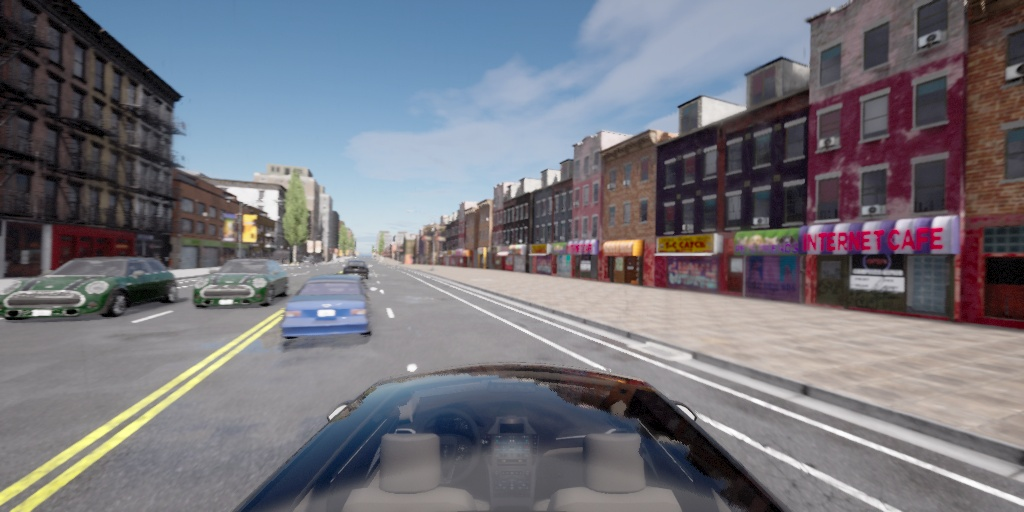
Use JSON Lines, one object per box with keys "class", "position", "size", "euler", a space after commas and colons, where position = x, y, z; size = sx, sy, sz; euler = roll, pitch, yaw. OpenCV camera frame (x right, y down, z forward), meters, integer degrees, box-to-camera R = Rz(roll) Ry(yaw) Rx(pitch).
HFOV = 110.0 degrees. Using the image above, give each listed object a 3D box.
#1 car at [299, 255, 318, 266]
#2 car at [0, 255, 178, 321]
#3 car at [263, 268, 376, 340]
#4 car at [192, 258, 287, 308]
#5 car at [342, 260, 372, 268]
{"class": "car", "position": [-27.571, 0.609, 48.713], "size": [1.812, 1.442, 4.674], "euler": [2, -1, -22]}
{"class": "car", "position": [-12.481, 0.815, 10.991], "size": [2.097, 1.767, 4.553], "euler": [2, 0, -22]}
{"class": "car", "position": [-4.739, 1.203, 9.677], "size": [2.033, 1.411, 5.357], "euler": [2, 0, -22]}
{"class": "car", "position": [-10.080, 0.894, 13.726], "size": [2.097, 1.767, 4.553], "euler": [2, 0, -22]}
{"class": "car", "position": [-12.251, 1.084, 28.326], "size": [1.837, 1.490, 4.892], "euler": [2, 0, -22]}
